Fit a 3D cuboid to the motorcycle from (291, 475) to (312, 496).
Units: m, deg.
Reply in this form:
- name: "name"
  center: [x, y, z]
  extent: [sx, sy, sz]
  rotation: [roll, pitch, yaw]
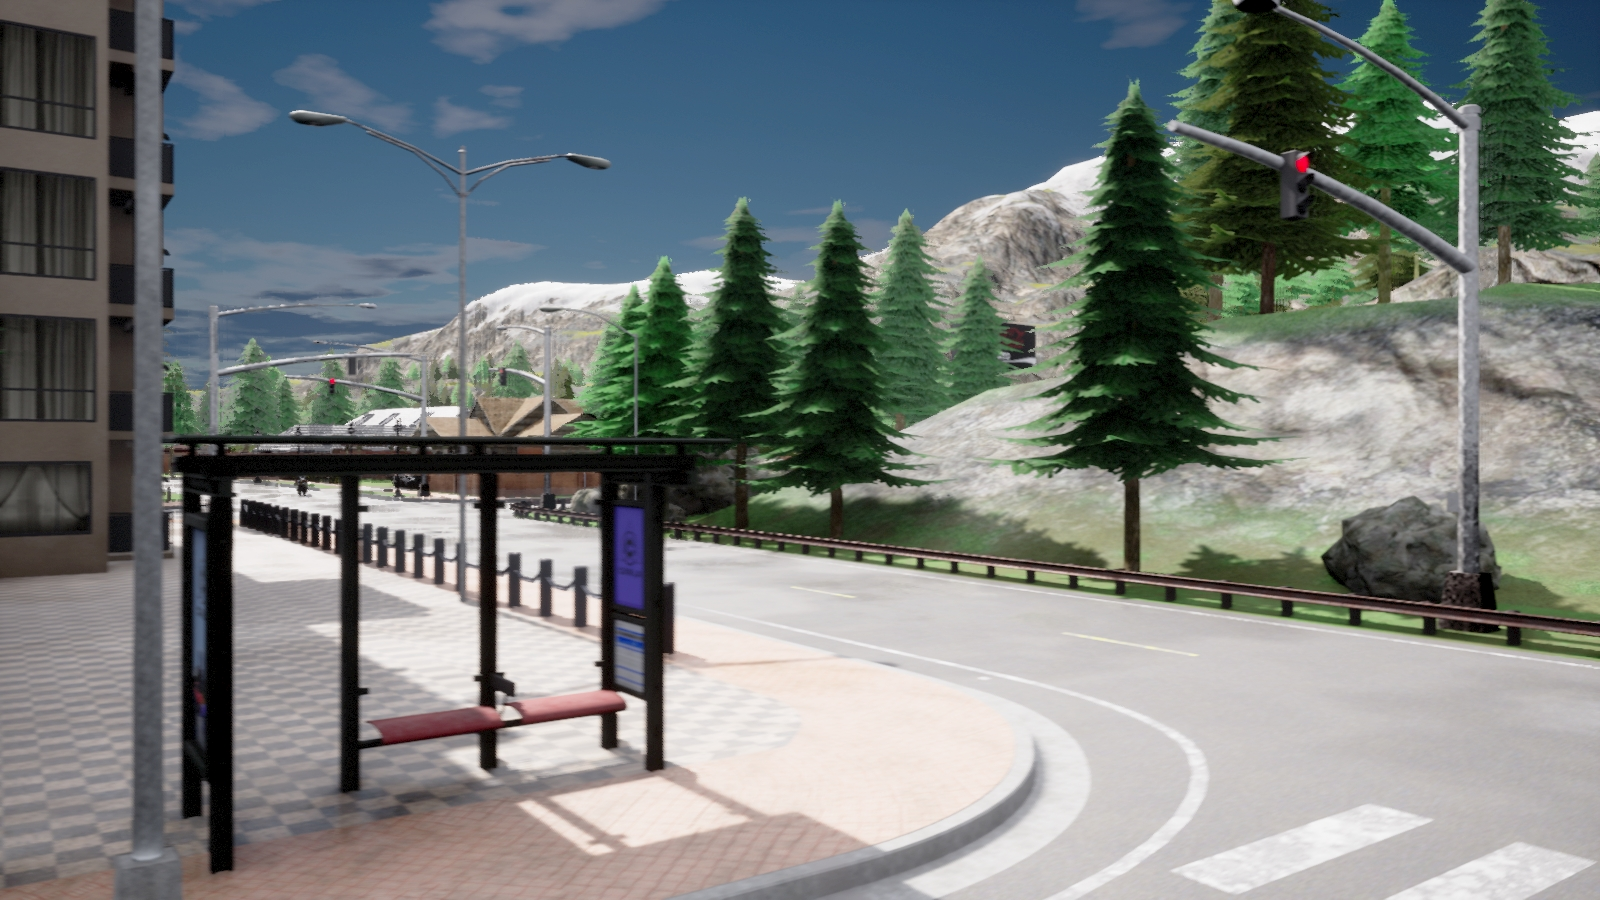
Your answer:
- name: "motorcycle"
  center: [-30.379, 2.143, 69.646]
  extent: [0.803, 1.217, 2.033]
  rotation: [0, 0, -34]
